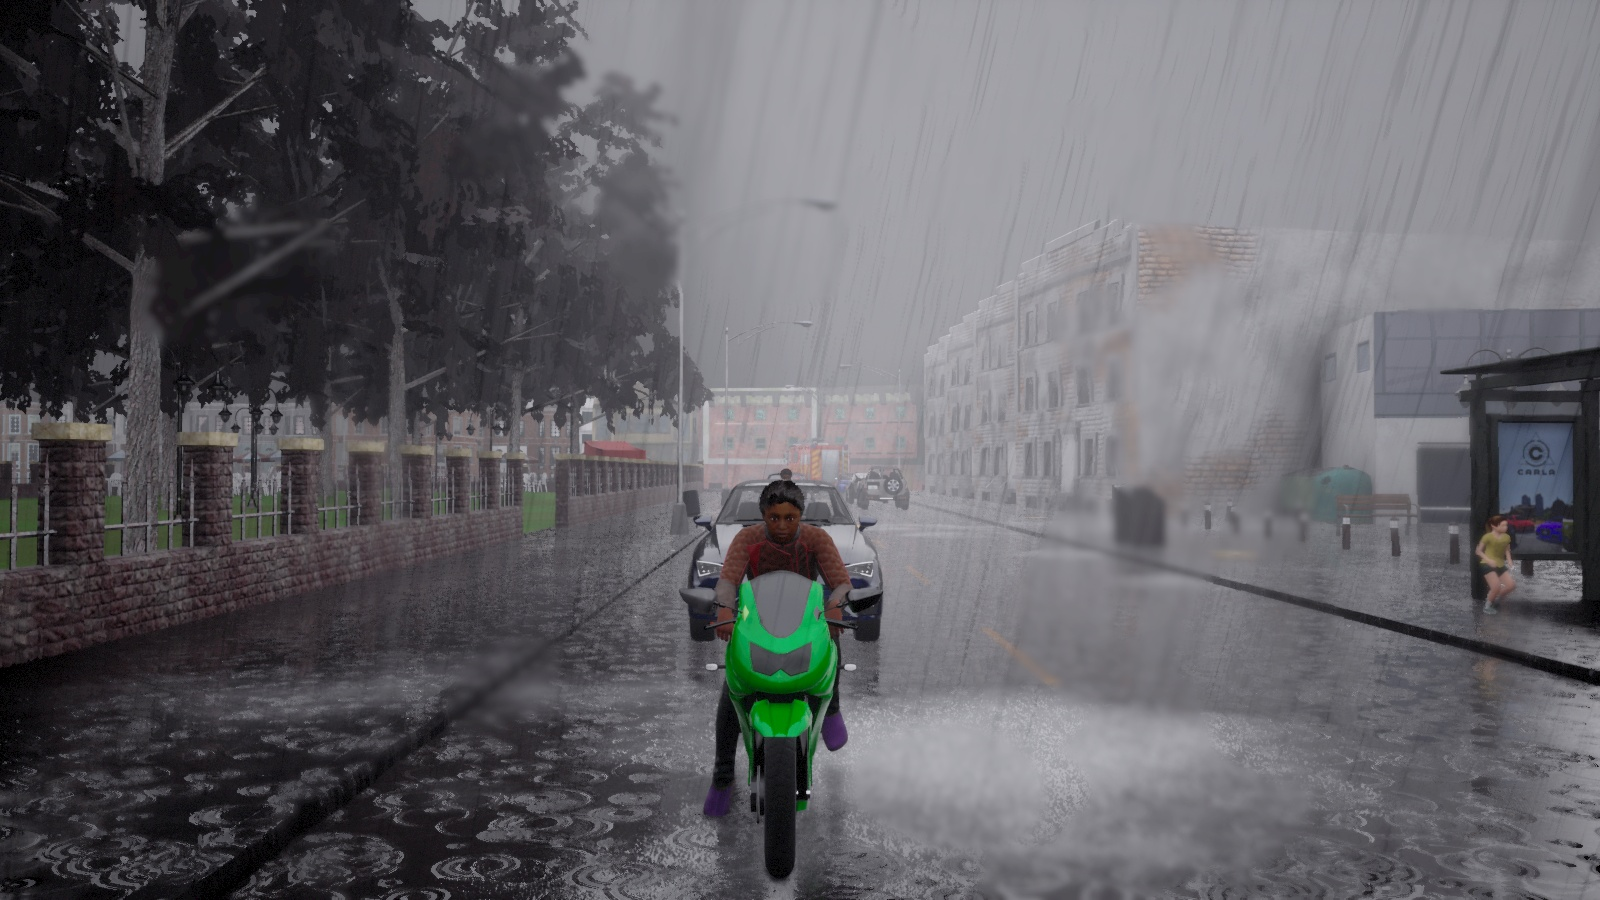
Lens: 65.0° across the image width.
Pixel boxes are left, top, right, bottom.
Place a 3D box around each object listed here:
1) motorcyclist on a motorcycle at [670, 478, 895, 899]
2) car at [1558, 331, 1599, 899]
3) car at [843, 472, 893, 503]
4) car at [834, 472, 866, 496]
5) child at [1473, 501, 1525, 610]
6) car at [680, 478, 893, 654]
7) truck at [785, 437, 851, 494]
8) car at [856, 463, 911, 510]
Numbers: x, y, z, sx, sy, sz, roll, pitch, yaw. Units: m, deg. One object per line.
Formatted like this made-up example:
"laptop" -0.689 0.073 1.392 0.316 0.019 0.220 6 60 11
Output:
"motorcyclist on a motorcycle" -0.073 0.890 5.518 0.797 1.523 2.044 0 -1 -1
"car" 3.961 0.550 1.941 2.150 2.045 5.566 0 -1 -1
"car" 3.337 1.852 62.729 2.163 1.488 4.792 0 -1 -1
"car" 3.144 2.156 80.022 1.816 1.474 4.193 0 -1 -1
"child" 7.279 1.091 13.089 0.255 1.110 0.394 0 -1 -16
"car" -0.144 1.044 12.867 1.816 1.474 4.193 0 -1 -1
"truck" 1.178 1.140 89.519 2.891 3.827 8.468 0 -1 -12
"car" 3.449 1.496 52.461 1.932 1.855 4.605 0 -1 0
